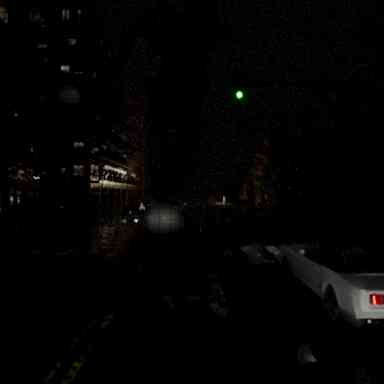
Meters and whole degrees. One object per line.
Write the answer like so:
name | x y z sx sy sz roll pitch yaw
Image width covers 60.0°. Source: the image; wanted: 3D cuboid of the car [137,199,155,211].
car | -6.628 1.813 48.194 1.882 1.535 5.008 0 0 0

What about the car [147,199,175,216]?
car | -3.374 1.800 36.722 2.033 1.411 5.357 0 0 0

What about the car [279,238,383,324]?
car | 3.344 1.650 7.213 1.895 1.301 4.718 0 0 0

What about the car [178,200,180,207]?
car | -3.352 2.000 61.709 1.994 1.385 4.181 0 -1 0

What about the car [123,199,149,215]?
car | -6.628 1.812 38.393 2.033 1.411 5.357 0 0 0

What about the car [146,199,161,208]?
car | -6.617 1.967 57.398 1.994 1.385 4.181 0 0 0

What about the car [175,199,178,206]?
car | -3.377 1.799 46.231 1.882 1.535 5.008 0 0 0
